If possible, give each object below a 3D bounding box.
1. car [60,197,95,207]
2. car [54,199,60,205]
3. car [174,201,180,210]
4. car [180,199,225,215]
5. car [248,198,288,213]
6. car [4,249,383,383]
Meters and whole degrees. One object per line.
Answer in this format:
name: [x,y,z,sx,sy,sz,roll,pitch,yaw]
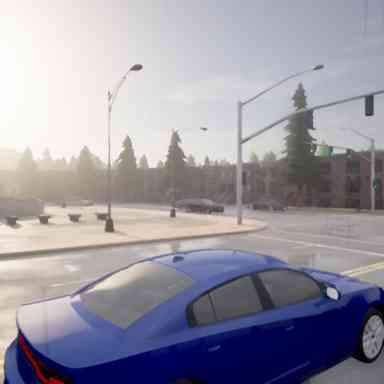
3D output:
car: [-16.979,1.586,50.198,4.718,1.301,1.895,0,0,24]
car: [-20.270,1.532,55.382,5.357,1.411,2.033,0,0,18]
car: [-0.078,1.523,41.651,2.033,1.411,5.357,0,0,-40]
car: [1.224,1.457,34.131,1.882,1.535,5.008,0,0,-37]
car: [8.271,1.477,36.732,1.837,1.490,4.892,0,0,-35]
car: [0.528,1.475,4.175,5.008,1.535,1.882,0,0,-35]
